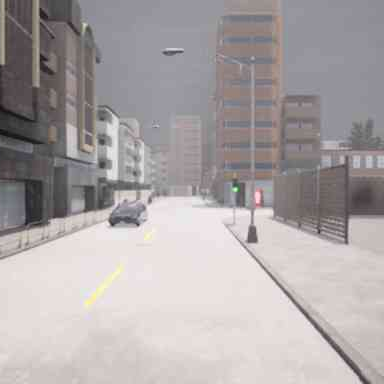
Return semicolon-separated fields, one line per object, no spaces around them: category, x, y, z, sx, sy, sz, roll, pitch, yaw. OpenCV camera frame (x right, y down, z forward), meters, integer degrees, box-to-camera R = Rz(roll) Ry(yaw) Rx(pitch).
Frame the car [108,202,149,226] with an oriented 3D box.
car;-3.998;1.357;21.769;2.033;1.411;5.357;0;0;0
